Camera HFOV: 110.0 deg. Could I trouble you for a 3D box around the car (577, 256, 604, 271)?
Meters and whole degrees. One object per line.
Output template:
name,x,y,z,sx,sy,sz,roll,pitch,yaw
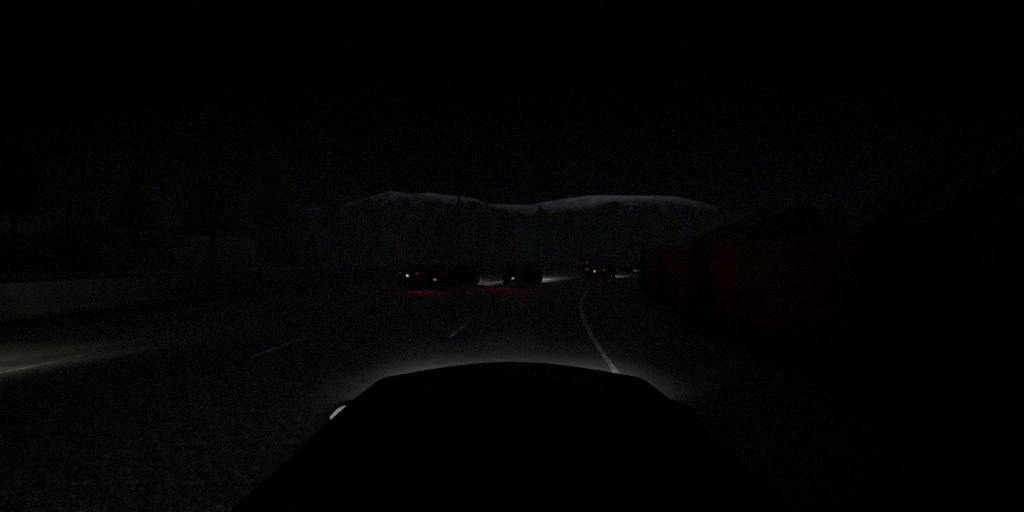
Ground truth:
car,10.952,0.994,48.293,2.150,2.045,5.566,-1,-1,45

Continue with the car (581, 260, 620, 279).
car,8.310,1.330,33.365,1.994,1.385,4.181,0,0,30

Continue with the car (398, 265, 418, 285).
car,-6.456,1.323,26.313,1.994,1.385,4.181,0,0,19

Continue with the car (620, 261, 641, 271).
car,15.950,1.338,48.225,1.994,1.385,4.181,0,0,44

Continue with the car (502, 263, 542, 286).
car,0.833,1.251,25.534,2.128,1.511,4.902,0,0,18

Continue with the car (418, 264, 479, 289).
car,-3.778,1.236,23.420,1.882,1.535,5.008,0,0,17
